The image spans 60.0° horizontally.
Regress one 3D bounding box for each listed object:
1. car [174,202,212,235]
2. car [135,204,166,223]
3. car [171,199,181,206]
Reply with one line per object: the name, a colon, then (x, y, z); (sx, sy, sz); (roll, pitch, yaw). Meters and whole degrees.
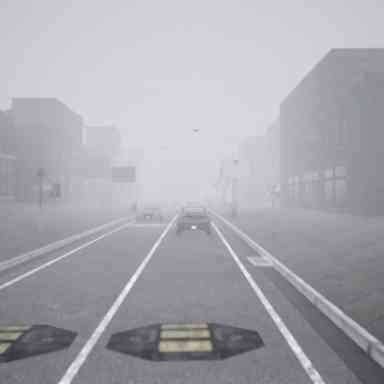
car: (0.093, 1.514, 18.907); (1.837, 1.490, 4.892); (0, 0, 0)
car: (-3.105, 1.620, 25.620); (1.994, 1.385, 4.181); (0, -1, 0)
car: (-3.022, 2.046, 66.415); (2.033, 1.411, 5.357); (0, 2, 0)
